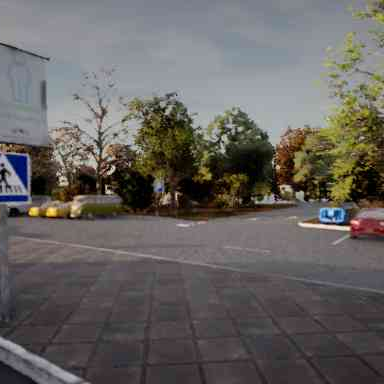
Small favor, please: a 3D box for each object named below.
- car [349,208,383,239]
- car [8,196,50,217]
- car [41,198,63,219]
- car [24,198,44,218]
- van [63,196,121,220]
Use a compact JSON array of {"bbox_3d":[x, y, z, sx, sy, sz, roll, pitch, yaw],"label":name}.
[{"bbox_3d":[8.919,1.482,16.160,2.002,1.452,4.674,0,0,35],"label":"car"},{"bbox_3d":[-17.250,1.467,34.525,2.435,2.045,5.566,-2,-1,35],"label":"car"},{"bbox_3d":[-10.266,1.556,29.885,1.946,1.575,5.366,-1,-1,35],"label":"car"},{"bbox_3d":[-12.444,1.600,31.414,1.946,1.575,5.366,-1,-1,35],"label":"car"},{"bbox_3d":[-8.155,1.294,28.035,1.878,1.987,4.442,-1,-1,35],"label":"van"}]
